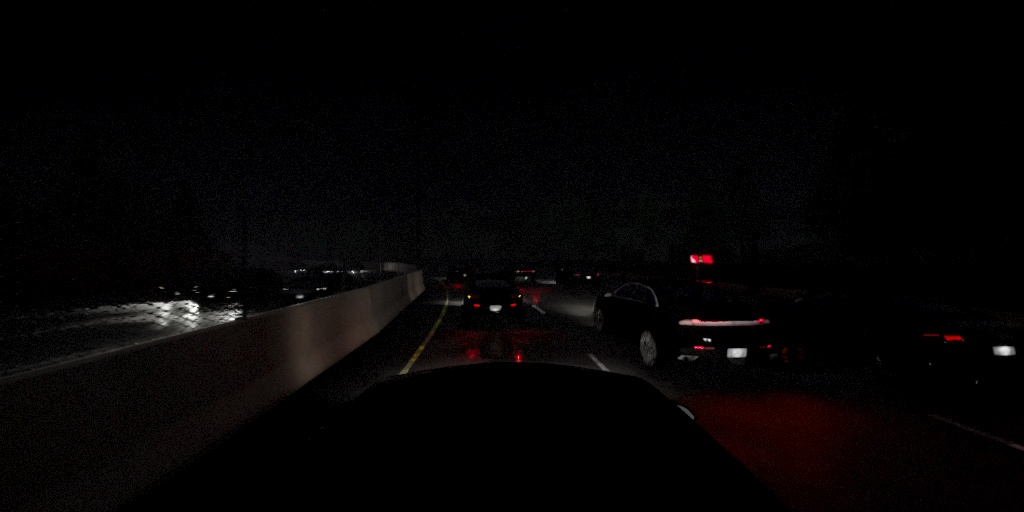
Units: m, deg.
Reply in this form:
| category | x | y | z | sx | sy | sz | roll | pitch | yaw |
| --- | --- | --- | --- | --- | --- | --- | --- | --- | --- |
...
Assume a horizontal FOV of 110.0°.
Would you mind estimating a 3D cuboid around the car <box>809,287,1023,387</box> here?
| category | x | y | z | sx | sy | sz | roll | pitch | yaw |
| --- | --- | --- | --- | --- | --- | --- | --- | --- | --- |
| car | 6.742 | 1.288 | 6.991 | 1.994 | 1.385 | 4.181 | 0 | 0 | -3 |

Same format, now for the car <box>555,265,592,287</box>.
| category | x | y | z | sx | sy | sz | roll | pitch | yaw |
| --- | --- | --- | --- | --- | --- | --- | --- | --- | --- |
| car | 4.362 | 1.303 | 24.255 | 1.994 | 1.385 | 4.181 | 0 | 0 | -12 |

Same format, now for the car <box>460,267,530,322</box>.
| category | x | y | z | sx | sy | sz | roll | pitch | yaw |
| --- | --- | --- | --- | --- | --- | --- | --- | --- | --- |
| car | -0.713 | 1.282 | 12.272 | 1.812 | 1.442 | 4.674 | 0 | 0 | -6 |

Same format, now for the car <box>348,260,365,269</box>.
| category | x | y | z | sx | sy | sz | roll | pitch | yaw |
| --- | --- | --- | --- | --- | --- | --- | --- | --- | --- |
| car | -23.777 | 1.368 | 54.611 | 1.837 | 1.490 | 4.892 | 0 | 0 | -33 |

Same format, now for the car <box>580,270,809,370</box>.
| category | x | y | z | sx | sy | sz | roll | pitch | yaw |
| --- | --- | --- | --- | --- | --- | --- | --- | --- | --- |
| car | 3.213 | 1.230 | 7.762 | 2.128 | 1.511 | 4.902 | 0 | 0 | -3 |

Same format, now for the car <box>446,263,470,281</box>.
| category | x | y | z | sx | sy | sz | roll | pitch | yaw |
| --- | --- | --- | --- | --- | --- | --- | --- | --- | --- |
| car | -4.307 | 1.301 | 29.932 | 1.812 | 1.442 | 4.674 | 0 | 0 | -17 |

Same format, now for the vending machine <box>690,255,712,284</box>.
| category | x | y | z | sx | sy | sz | roll | pitch | yaw |
| --- | --- | --- | --- | --- | --- | --- | --- | --- | --- |
| vending machine | 12.604 | 0.901 | 23.888 | 1.100 | 2.100 | 0.880 | 0 | 0 | -11 |

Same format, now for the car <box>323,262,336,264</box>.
| category | x | y | z | sx | sy | sz | roll | pitch | yaw |
| --- | --- | --- | --- | --- | --- | --- | --- | --- | --- |
| car | -27.228 | 1.476 | 53.485 | 1.895 | 1.301 | 4.718 | 0 | 0 | -34 |

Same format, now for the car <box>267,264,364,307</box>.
| category | x | y | z | sx | sy | sz | roll | pitch | yaw |
| --- | --- | --- | --- | --- | --- | --- | --- | --- | --- |
| car | -8.452 | 1.280 | 16.020 | 2.128 | 1.511 | 4.902 | 0 | 0 | -10 |

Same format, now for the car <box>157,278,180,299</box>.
| category | x | y | z | sx | sy | sz | roll | pitch | yaw |
| --- | --- | --- | --- | --- | --- | --- | --- | --- | --- |
| car | -16.103 | 1.367 | 19.247 | 2.033 | 1.411 | 5.357 | 0 | 0 | -12 |

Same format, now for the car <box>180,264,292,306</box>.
| category | x | y | z | sx | sy | sz | roll | pitch | yaw |
| --- | --- | --- | --- | --- | --- | --- | --- | --- | --- |
| car | -12.024 | 1.308 | 16.176 | 1.837 | 1.490 | 4.892 | 0 | 0 | -10 |

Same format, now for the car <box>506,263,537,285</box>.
| category | x | y | z | sx | sy | sz | roll | pitch | yaw |
| --- | --- | --- | --- | --- | --- | --- | --- | --- | --- |
| car | 0.364 | 1.247 | 26.048 | 2.128 | 1.511 | 4.902 | 0 | 0 | -14 |
